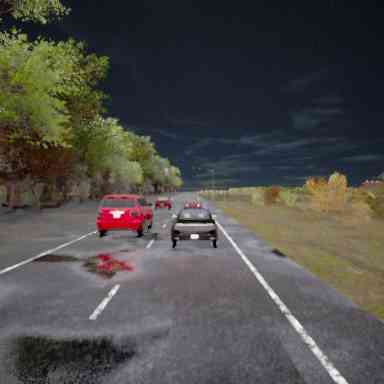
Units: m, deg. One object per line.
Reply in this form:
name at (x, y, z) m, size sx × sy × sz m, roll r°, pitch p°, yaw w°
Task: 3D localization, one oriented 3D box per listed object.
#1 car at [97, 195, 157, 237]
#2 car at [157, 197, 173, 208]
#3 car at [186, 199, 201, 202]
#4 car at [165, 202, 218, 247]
car at (-3.401, 1.148, 17.732) m, size 2.150 × 2.045 × 5.566 m, roll 0°, pitch 0°, yaw 0°
car at (-3.402, 1.299, 40.525) m, size 1.882 × 1.535 × 5.008 m, roll 0°, pitch 0°, yaw 0°
car at (0.096, 1.435, 37.731) m, size 1.895 × 1.301 × 4.718 m, roll 0°, pitch 0°, yaw 0°
car at (0.099, 1.429, 14.689) m, size 2.128 × 1.511 × 4.902 m, roll 0°, pitch 0°, yaw 0°
